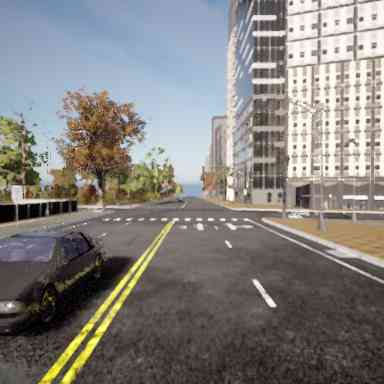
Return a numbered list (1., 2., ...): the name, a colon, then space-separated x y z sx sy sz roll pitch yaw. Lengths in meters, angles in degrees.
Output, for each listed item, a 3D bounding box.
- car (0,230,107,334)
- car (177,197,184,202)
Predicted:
1. car: -3.346 1.591 7.369 2.033 1.411 5.357 0 0 0
2. car: -3.218 2.183 93.920 2.033 1.411 5.357 0 0 0
